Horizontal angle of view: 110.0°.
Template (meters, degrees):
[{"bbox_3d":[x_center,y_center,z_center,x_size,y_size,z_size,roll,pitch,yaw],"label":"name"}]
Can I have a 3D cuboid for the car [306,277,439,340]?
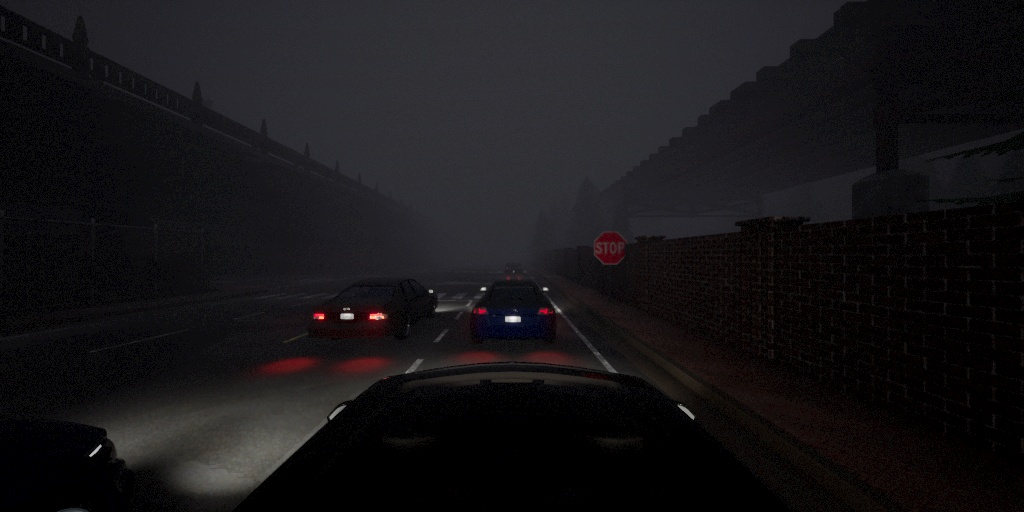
[{"bbox_3d":[-3.420,1.297,9.931,2.033,1.411,5.357,0,0,0],"label":"car"}]

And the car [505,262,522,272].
[{"bbox_3d":[0.156,1.351,40.169,1.895,1.301,4.718,0,0,-1],"label":"car"}]

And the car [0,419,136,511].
[{"bbox_3d":[-3.396,1.276,0.359,1.812,1.442,4.674,0,0,0],"label":"car"}]

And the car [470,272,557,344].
[{"bbox_3d":[0.063,1.314,9.634,1.994,1.385,4.181,0,0,1],"label":"car"}]
